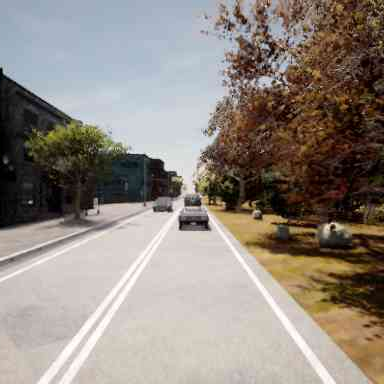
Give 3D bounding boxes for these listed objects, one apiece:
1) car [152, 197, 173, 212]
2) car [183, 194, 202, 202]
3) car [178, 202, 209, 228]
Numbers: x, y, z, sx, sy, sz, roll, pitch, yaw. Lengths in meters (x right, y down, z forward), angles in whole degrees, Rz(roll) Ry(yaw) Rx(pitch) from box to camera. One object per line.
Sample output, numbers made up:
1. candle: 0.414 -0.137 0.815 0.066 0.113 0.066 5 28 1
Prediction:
1. car: -3.337 1.385 38.636 2.097 1.767 4.553 0 0 0
2. car: 0.102 1.282 42.752 2.150 2.045 5.566 0 0 0
3. car: 0.097 1.605 22.131 1.895 1.301 4.718 0 0 0
